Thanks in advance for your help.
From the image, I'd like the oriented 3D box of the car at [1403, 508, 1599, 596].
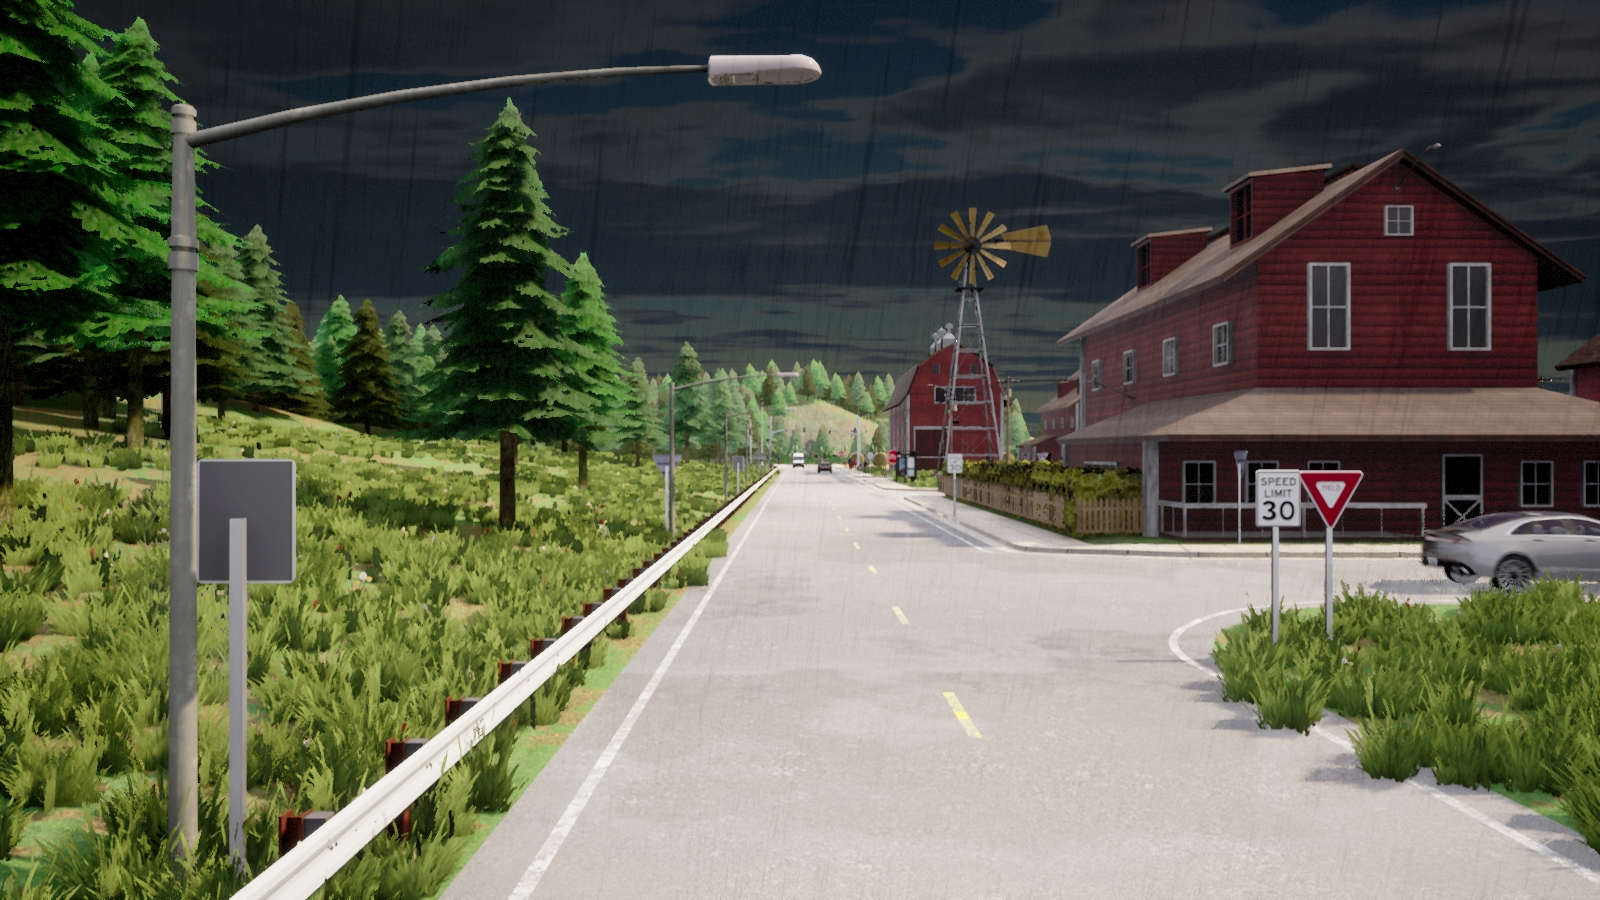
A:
[{"bbox_3d":[14.726,1.944,22.204,4.902,1.511,2.128,0,0,0],"label":"car"}]
